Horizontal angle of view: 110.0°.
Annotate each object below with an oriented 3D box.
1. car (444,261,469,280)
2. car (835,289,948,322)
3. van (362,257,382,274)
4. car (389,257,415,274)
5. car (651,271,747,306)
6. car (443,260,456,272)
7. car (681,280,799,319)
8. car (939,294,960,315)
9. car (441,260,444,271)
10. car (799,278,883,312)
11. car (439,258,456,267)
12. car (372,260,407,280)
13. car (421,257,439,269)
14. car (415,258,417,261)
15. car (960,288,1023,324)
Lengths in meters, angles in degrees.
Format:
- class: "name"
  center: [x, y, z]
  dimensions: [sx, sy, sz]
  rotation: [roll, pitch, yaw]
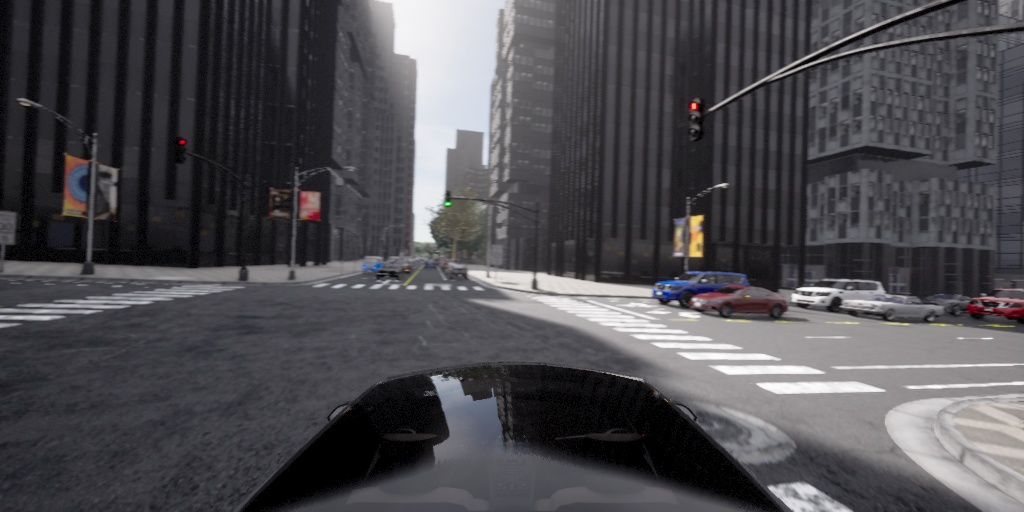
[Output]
- class: "car"
  center: [-5.135, 1.475, 34.189]
  dimensions: [2.007, 1.370, 4.403]
  rotation: [0, 0, -13]
- class: "car"
  center: [20.716, 2.786, 19.607]
  dimensions: [4.718, 1.301, 1.895]
  rotation: [3, -1, -13]
- class: "van"
  center: [-14.656, 0.960, 37.699]
  dimensions: [1.690, 1.789, 3.998]
  rotation: [0, 0, -13]
- class: "car"
  center: [-12.440, 1.079, 40.177]
  dimensions: [2.097, 1.767, 4.553]
  rotation: [2, -1, -12]
- class: "car"
  center: [10.943, 1.896, 20.683]
  dimensions: [5.566, 2.045, 2.150]
  rotation: [3, -1, -13]
- class: "car"
  center: [-6.381, 1.466, 39.733]
  dimensions: [1.751, 1.417, 4.829]
  rotation: [0, 0, -13]
- class: "car"
  center: [11.007, 2.147, 17.368]
  dimensions: [4.674, 1.442, 1.812]
  rotation: [3, -1, -13]
- class: "car"
  center: [30.780, 3.393, 25.253]
  dimensions: [4.181, 1.385, 1.994]
  rotation: [3, -1, -13]
- class: "car"
  center: [-7.553, 1.508, 44.946]
  dimensions: [2.007, 1.370, 4.403]
  rotation: [0, 0, -13]
- class: "car"
  center: [21.019, 2.480, 23.012]
  dimensions: [5.566, 2.045, 2.150]
  rotation: [3, -1, -13]
- class: "car"
  center: [-8.762, 1.289, 50.325]
  dimensions: [2.192, 1.841, 5.009]
  rotation: [0, 0, -13]
- class: "car"
  center: [-10.198, 1.296, 30.140]
  dimensions: [1.895, 1.301, 4.718]
  rotation: [2, -1, -13]
- class: "car"
  center: [-13.742, 1.260, 60.485]
  dimensions: [2.097, 1.767, 4.553]
  rotation: [2, -1, -13]
- class: "car"
  center: [-14.687, 1.263, 50.177]
  dimensions: [1.837, 1.490, 4.892]
  rotation: [2, -1, -12]
- class: "car"
  center: [31.145, 3.014, 22.002]
  dimensions: [5.566, 2.045, 2.150]
  rotation: [3, -1, -13]
